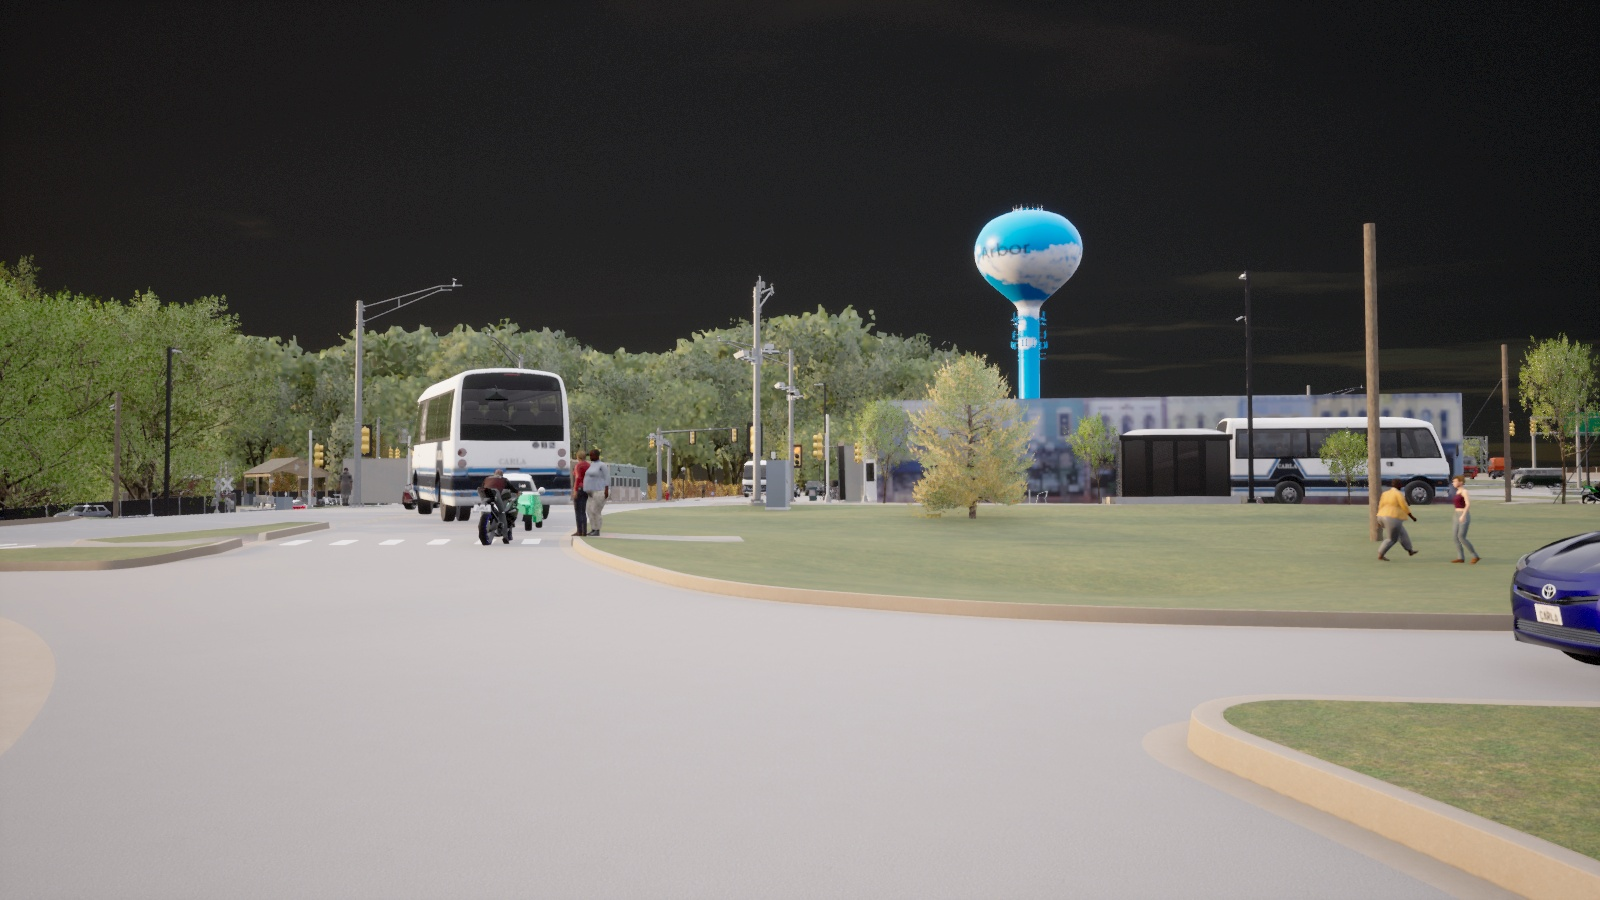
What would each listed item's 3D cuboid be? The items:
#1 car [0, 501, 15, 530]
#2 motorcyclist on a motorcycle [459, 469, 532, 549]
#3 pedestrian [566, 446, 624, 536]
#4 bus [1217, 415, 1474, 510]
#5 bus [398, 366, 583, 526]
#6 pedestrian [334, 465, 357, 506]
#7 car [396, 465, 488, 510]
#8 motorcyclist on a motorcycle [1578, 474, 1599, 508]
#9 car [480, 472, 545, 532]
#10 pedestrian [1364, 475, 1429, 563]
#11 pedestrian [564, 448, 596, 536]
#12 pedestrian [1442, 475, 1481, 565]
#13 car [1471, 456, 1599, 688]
[{"bbox_3d":[-52.339,4.215,79.889,1.905,1.878,3.866,-1,-1,14],"label":"car"},{"bbox_3d":[-6.114,1.153,25.371,0.866,1.530,2.191,0,-1,2],"label":"motorcyclist on a motorcycle"},{"bbox_3d":[-4.330,0.871,26.511,0.900,1.855,0.874,2,-3,-38],"label":"pedestrian"},{"bbox_3d":[25.256,0.647,58.805,10.273,4.253,3.944,0,-3,8],"label":"bus"},{"bbox_3d":[-9.868,-0.054,38.898,3.944,4.253,10.273,0,-1,-23],"label":"bus"},{"bbox_3d":[-21.892,1.713,60.523,0.659,1.952,0.873,0,-3,8],"label":"pedestrian"},{"bbox_3d":[-13.707,1.435,48.392,2.033,1.649,4.856,0,-2,2],"label":"car"},{"bbox_3d":[36.383,1.852,56.627,2.044,1.523,0.797,-2,-3,21],"label":"motorcyclist on a motorcycle"},{"bbox_3d":[-7.036,1.252,30.901,1.481,1.376,2.207,0,-1,-11],"label":"car"},{"bbox_3d":[12.848,1.482,27.059,0.900,1.855,0.874,0,-3,-9],"label":"pedestrian"},{"bbox_3d":[-4.636,0.887,26.489,0.636,1.846,0.331,-2,-3,42],"label":"pedestrian"},{"bbox_3d":[13.662,1.436,25.936,0.594,1.836,0.345,0,-3,5],"label":"pedestrian"},{"bbox_3d":[7.531,0.823,8.826,4.514,1.525,2.007,0,-2,2],"label":"car"}]
